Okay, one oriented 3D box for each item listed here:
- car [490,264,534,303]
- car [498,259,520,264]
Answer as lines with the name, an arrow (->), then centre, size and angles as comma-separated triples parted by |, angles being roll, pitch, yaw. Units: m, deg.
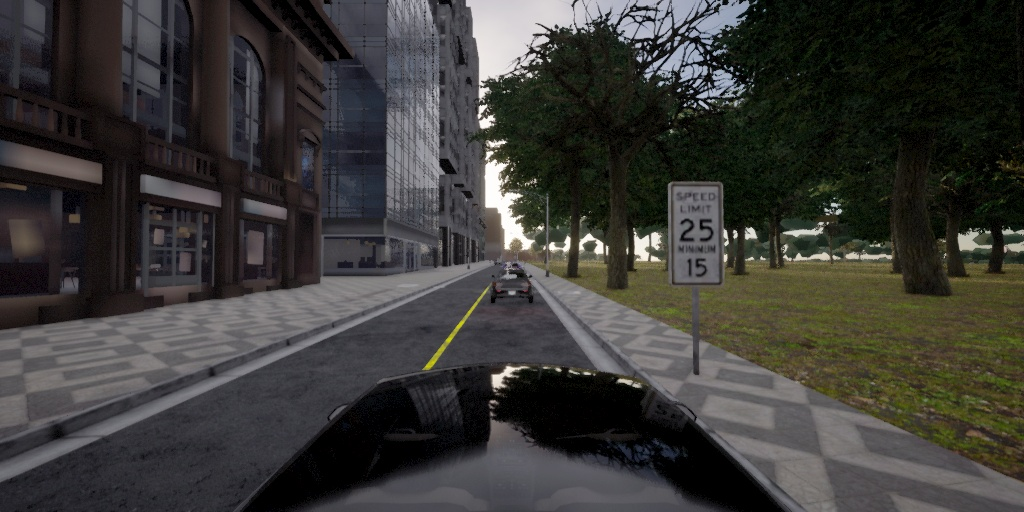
car -> 0.000, 1.290, 16.503 | 1.812, 1.442, 4.674 | 0, 0, 0
car -> -0.001, 1.257, 31.506 | 1.882, 1.535, 5.008 | 0, 0, 0
